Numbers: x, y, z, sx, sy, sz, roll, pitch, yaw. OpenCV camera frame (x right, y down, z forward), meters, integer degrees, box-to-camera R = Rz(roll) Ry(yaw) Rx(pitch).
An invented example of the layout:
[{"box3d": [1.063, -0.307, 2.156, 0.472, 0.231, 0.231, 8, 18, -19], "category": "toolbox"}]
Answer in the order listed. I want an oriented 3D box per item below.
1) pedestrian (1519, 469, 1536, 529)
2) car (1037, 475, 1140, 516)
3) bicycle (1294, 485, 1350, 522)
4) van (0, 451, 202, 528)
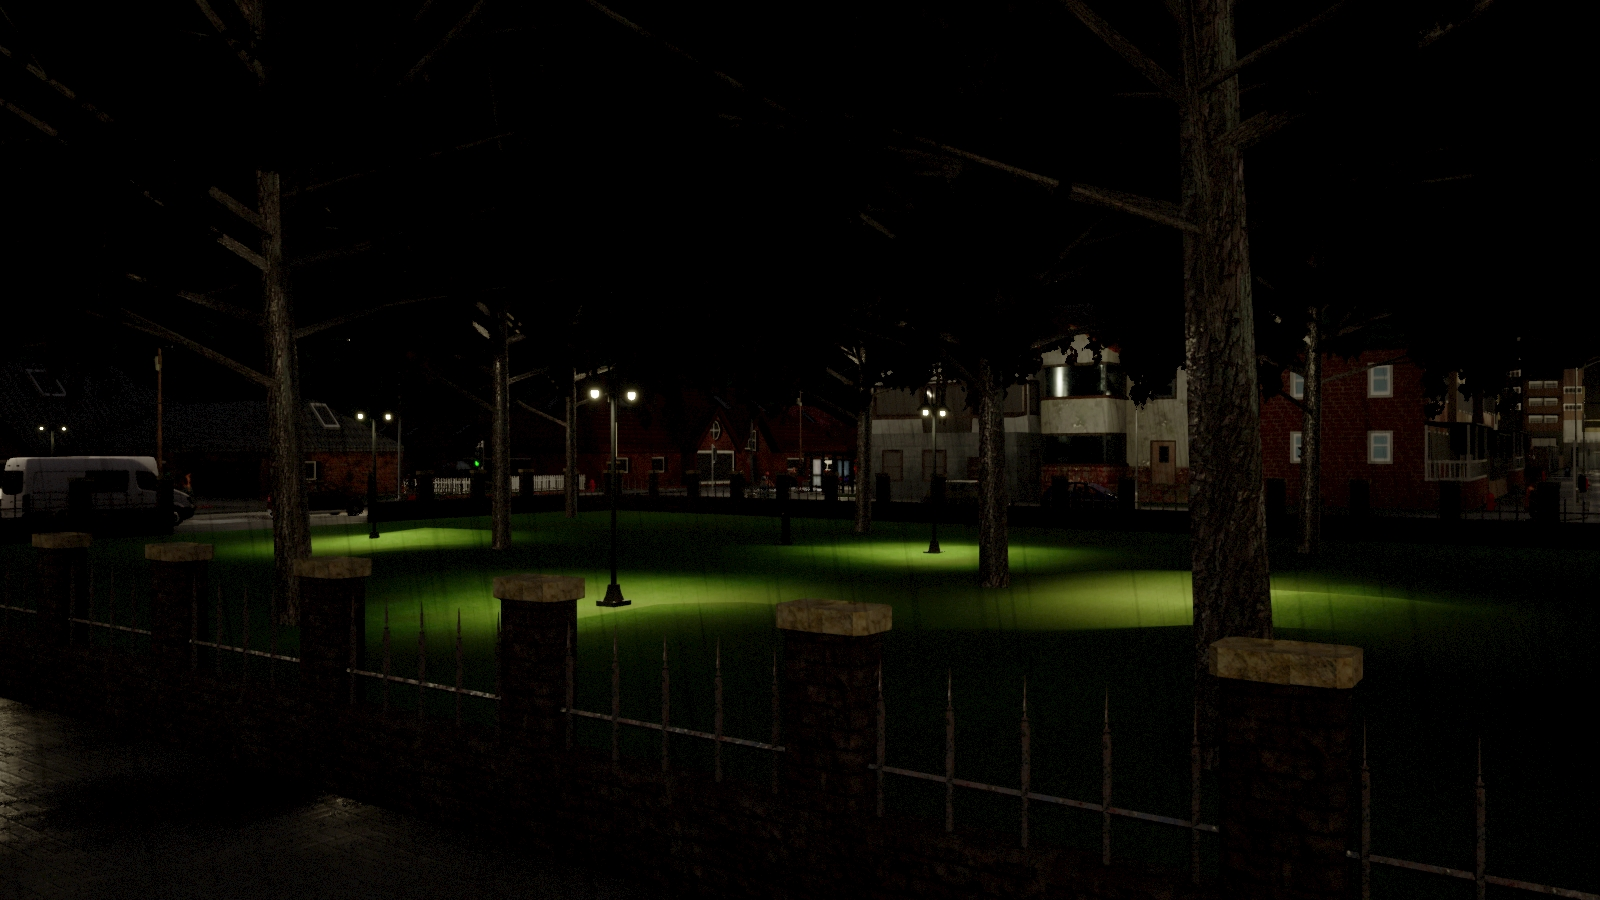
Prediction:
[{"box3d": [22.880, 1.525, 35.922, 0.375, 1.860, 0.375, 0, 0, -42], "category": "pedestrian"}, {"box3d": [11.752, 1.818, 46.570, 3.633, 1.501, 1.845, 0, 0, 35], "category": "car"}, {"box3d": [18.953, 1.940, 41.500, 1.835, 1.271, 0.329, 0, 0, 35], "category": "bicycle"}, {"box3d": [-24.838, 1.314, 40.792, 1.988, 2.561, 5.915, 0, 0, 36], "category": "van"}]
